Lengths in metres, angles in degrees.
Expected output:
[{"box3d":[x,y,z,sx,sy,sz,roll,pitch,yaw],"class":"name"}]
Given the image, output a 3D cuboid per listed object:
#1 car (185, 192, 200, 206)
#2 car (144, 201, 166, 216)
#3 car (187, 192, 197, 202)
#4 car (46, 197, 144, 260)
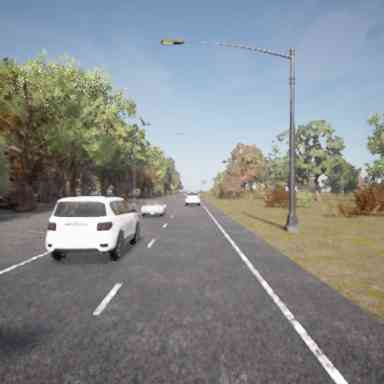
[{"box3d":[0.098,1.044,51.075,2.150,2.045,5.566,0,-1,0],"class":"car"},{"box3d":[-3.400,1.498,30.729,1.895,1.301,4.718,0,0,0],"class":"car"},{"box3d":[-0.001,1.000,68.022,2.150,2.045,5.566,0,0,0],"class":"car"},{"box3d":[-3.401,1.179,12.431,2.150,2.045,5.566,0,0,0],"class":"car"}]
